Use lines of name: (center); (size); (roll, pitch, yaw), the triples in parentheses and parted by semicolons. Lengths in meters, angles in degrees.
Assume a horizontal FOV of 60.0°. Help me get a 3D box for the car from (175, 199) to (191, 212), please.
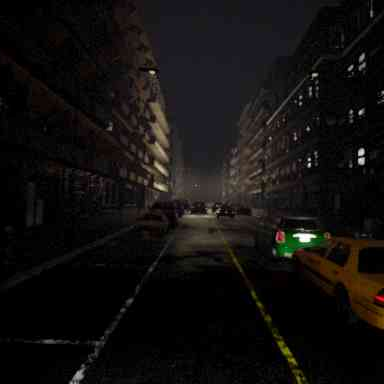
car: (-1.387, 2.010, 52.052); (2.192, 1.841, 5.009); (3, -1, 1)

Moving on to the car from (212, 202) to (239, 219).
car: (3.541, 2.123, 35.968); (2.033, 1.411, 5.357); (1, -1, 2)

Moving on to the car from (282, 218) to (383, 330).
car: (3.660, 1.642, 7.412); (1.801, 1.575, 5.366); (1, -1, 1)

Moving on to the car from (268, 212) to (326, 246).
car: (5.685, 1.932, 18.625); (1.887, 1.381, 4.507); (3, -1, 1)

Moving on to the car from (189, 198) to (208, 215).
car: (0.905, 1.946, 41.641); (2.097, 1.767, 4.553); (1, -1, 1)

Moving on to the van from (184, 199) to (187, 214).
van: (-1.783, 1.778, 35.465); (1.690, 1.788, 3.998); (3, -1, 1)

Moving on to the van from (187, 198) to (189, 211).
van: (-1.652, 1.862, 40.995); (1.690, 1.788, 3.998); (3, -1, 1)

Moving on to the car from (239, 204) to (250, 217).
car: (6.213, 2.256, 40.740); (1.887, 1.381, 4.507); (3, -1, 1)

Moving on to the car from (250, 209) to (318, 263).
car: (3.800, 1.618, 13.192); (2.097, 1.767, 4.553); (1, -1, 1)

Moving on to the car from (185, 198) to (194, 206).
car: (-0.599, 2.564, 85.220); (2.192, 1.841, 5.009); (3, -1, 1)

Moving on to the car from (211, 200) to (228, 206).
car: (3.804, 2.267, 48.043); (1.837, 1.490, 4.892); (1, -1, 1)

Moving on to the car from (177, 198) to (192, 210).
car: (-1.256, 2.098, 57.579); (2.192, 1.841, 5.009); (3, -1, 1)

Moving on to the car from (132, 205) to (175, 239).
car: (-2.192, 1.720, 18.709); (1.752, 1.417, 4.829); (3, -1, 1)

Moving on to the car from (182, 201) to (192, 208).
car: (-1.005, 2.529, 68.634); (1.947, 1.339, 4.313); (3, -1, 1)

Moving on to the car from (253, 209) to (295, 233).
car: (5.816, 2.017, 24.155); (2.008, 1.369, 4.403); (3, -1, 1)

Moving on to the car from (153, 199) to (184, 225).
car: (-2.045, 1.591, 24.411); (2.192, 1.841, 5.009); (3, -1, 1)
